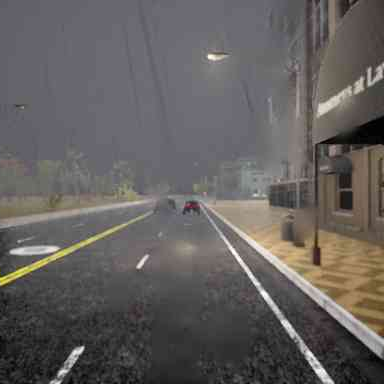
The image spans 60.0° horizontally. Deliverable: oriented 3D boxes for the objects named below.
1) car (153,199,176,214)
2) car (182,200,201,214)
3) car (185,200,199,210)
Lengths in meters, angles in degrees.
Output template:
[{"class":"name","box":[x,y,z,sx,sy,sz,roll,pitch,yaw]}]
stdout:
[{"class":"car","box":[-3.272,1.744,37.560,2.033,1.411,5.357,0,0,0]},{"class":"car","box":[-0.022,1.702,37.563,1.837,1.490,4.892,0,0,0]},{"class":"car","box":[-0.021,1.856,48.908,1.895,1.301,4.718,0,0,0]}]
